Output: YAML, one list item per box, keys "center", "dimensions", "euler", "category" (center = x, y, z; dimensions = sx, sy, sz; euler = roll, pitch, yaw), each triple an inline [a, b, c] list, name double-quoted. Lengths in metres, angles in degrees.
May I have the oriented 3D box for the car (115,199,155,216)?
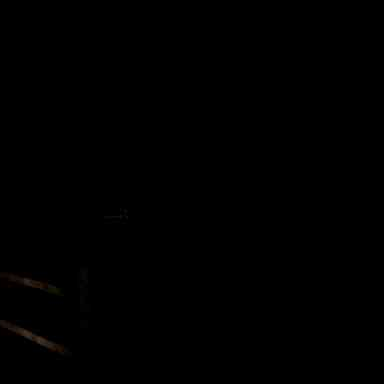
- center: [-7.160, 1.895, 42.367]
  dimensions: [2.150, 2.045, 5.566]
  euler: [-1, -1, 36]
  category: "car"

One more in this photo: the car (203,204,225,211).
- center: [3.802, 2.641, 57.253]
  dimensions: [1.895, 1.301, 4.718]
  euler: [-1, -2, 36]
  category: "car"

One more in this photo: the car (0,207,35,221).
- center: [-16.589, 2.006, 29.407]
  dimensions: [1.895, 1.301, 4.718]
  euler: [-1, -1, 36]
  category: "car"
